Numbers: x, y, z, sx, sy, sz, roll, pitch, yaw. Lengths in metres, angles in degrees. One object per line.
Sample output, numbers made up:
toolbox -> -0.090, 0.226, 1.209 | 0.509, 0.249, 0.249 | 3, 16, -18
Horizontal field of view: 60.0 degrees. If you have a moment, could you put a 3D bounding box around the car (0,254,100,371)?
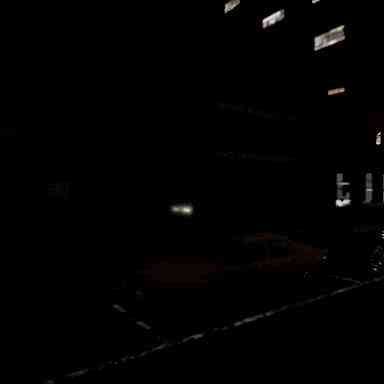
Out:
car -> -3.352, 1.568, 4.155 | 4.313, 1.339, 1.947 | 0, 1, -35

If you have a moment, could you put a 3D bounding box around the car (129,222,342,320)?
car -> 1.045, 1.509, 7.288 | 4.829, 1.417, 1.752 | 0, 1, -35

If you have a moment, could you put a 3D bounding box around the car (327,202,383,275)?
car -> 5.721, 1.280, 10.617 | 5.009, 1.841, 2.192 | 0, 1, -35
